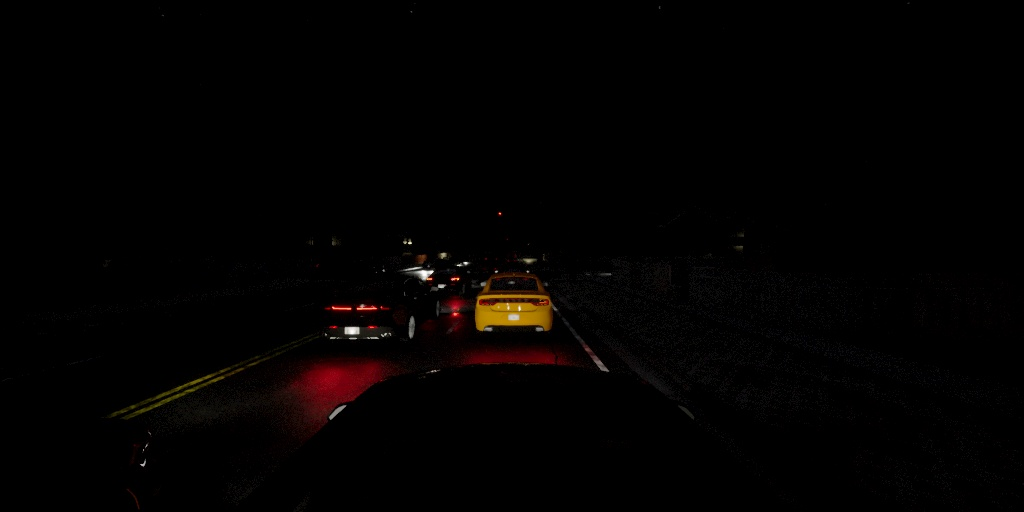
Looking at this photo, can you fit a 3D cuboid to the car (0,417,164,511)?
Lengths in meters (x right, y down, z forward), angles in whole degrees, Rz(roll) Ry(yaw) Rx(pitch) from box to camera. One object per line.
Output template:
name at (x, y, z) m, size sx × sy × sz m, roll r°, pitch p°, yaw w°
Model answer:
car at (-3.149, 1.228, 0.180) m, size 1.882 × 1.535 × 5.008 m, roll 0°, pitch 0°, yaw 0°

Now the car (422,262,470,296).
car at (-3.248, 1.212, 18.899) m, size 1.812 × 1.442 × 4.674 m, roll 0°, pitch 0°, yaw 1°

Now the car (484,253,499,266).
car at (-3.223, 0.542, 56.038) m, size 2.150 × 2.045 × 5.566 m, roll 0°, pitch 1°, yaw 0°

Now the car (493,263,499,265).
car at (0.008, 1.247, 19.364) m, size 1.994 × 1.385 × 4.181 m, roll 0°, pitch 0°, yaw 1°

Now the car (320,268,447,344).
car at (-3.190, 1.239, 9.590) m, size 1.837 × 1.490 × 4.892 m, roll 0°, pitch 0°, yaw 0°

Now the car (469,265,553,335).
car at (0.062, 1.209, 10.475) m, size 1.882 × 1.535 × 5.008 m, roll 0°, pitch 0°, yaw 0°

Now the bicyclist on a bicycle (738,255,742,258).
bicyclist on a bicycle at (18.406, 0.782, 28.792) m, size 0.582 × 1.620 × 1.656 m, roll 0°, pitch 0°, yaw -2°

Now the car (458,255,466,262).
car at (-9.914, 0.655, 63.949) m, size 1.882 × 1.535 × 5.008 m, roll 0°, pitch 1°, yaw 0°

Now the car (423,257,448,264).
car at (-9.918, 0.932, 45.159) m, size 2.128 × 1.511 × 4.902 m, roll 0°, pitch 1°, yaw 0°

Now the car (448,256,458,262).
car at (-9.934, 0.904, 54.343) m, size 1.994 × 1.385 × 4.181 m, roll 0°, pitch 1°, yaw 0°

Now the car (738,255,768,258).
car at (22.769, 0.735, 34.778) m, size 4.553 × 1.767 × 2.097 m, roll 0°, pitch 1°, yaw -2°

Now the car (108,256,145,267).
car at (-32.347, 1.051, 31.627) m, size 5.566 × 2.045 × 2.150 m, roll -1°, pitch 1°, yaw 4°

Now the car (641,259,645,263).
car at (12.793, 1.012, 34.519) m, size 5.357 × 1.411 × 2.033 m, roll -1°, pitch 1°, yaw -6°

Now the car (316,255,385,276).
car at (-13.897, 0.926, 31.022) m, size 5.566 × 2.045 × 2.150 m, roll -1°, pitch 1°, yaw 0°
